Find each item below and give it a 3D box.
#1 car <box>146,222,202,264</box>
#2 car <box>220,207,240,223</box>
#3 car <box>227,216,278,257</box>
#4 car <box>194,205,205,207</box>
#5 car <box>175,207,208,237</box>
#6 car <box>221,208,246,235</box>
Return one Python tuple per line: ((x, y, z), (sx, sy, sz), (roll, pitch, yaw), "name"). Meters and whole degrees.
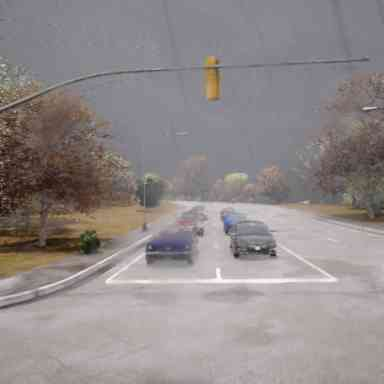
((-0.731, 2.289, 14.852), (1.895, 1.301, 4.718), (-1, -2, 4), "car")
((4.238, 2.509, 37.811), (2.033, 1.411, 5.357), (-1, 0, 4), "car")
((2.865, 2.162, 16.127), (1.837, 1.490, 4.892), (-1, -2, 4), "car")
((0.787, 2.397, 38.669), (2.097, 1.767, 4.553), (-1, 0, 4), "car")
((-0.104, 2.299, 24.686), (2.097, 1.767, 4.553), (-1, -1, 4), "car")
((3.484, 2.370, 25.959), (1.882, 1.535, 5.008), (-1, -1, 4), "car")
